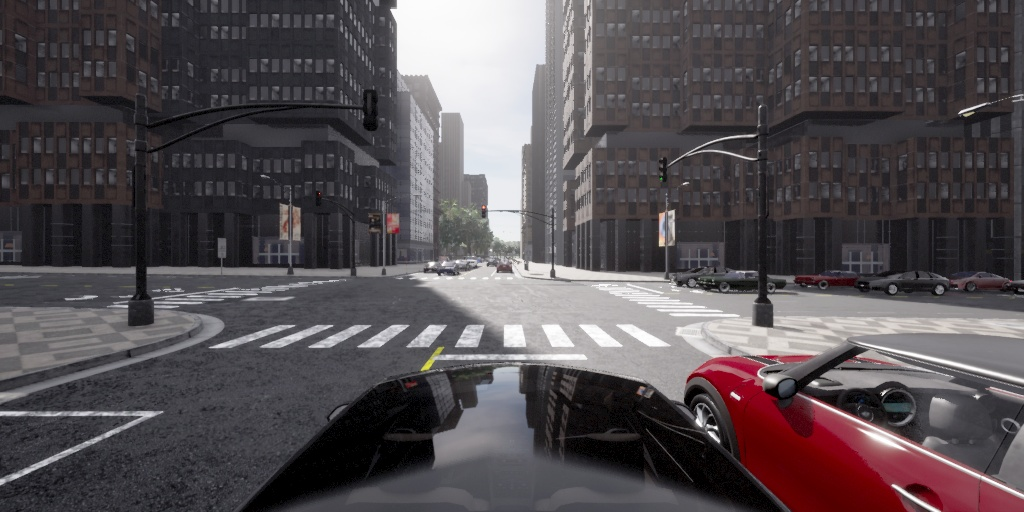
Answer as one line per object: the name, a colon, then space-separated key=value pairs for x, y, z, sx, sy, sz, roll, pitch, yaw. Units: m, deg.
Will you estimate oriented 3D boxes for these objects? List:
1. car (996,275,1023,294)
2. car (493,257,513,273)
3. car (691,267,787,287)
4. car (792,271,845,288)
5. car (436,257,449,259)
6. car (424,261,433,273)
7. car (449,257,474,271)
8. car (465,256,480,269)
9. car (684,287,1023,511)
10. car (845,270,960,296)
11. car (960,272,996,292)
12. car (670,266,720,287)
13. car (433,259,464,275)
car: x=34.740 y=1.825 z=22.599 sx=5.357 sy=1.411 sz=2.033 roll=1 pitch=0 yaw=-1
car: x=-0.907 y=1.195 z=43.526 sx=1.967 sy=1.591 sz=4.097 roll=0 pitch=0 yaw=-1
car: x=14.159 y=1.579 z=22.340 sx=4.718 sy=1.301 sz=1.895 roll=1 pitch=0 yaw=-3
car: x=23.072 y=1.704 z=25.690 sx=4.718 sy=1.301 sz=1.895 roll=1 pitch=0 yaw=-1
car: x=-9.506 y=1.082 z=48.838 sx=2.192 sy=1.841 sz=5.009 roll=0 pitch=0 yaw=-1
car: x=-9.431 y=1.321 z=43.412 sx=1.948 sy=1.339 sz=4.313 roll=0 pitch=0 yaw=-1
car: x=-6.834 y=1.258 z=48.587 sx=2.128 sy=1.511 sz=4.902 roll=0 pitch=0 yaw=-1
car: x=-6.965 y=1.012 z=59.219 sx=2.150 sy=2.045 sz=5.566 roll=0 pitch=0 yaw=0
car: x=2.761 y=1.190 z=2.160 sx=1.967 sy=1.591 sz=4.097 roll=0 pitch=0 yaw=0
car: x=24.359 y=1.631 z=22.472 sx=4.892 sy=1.490 sz=1.837 roll=1 pitch=0 yaw=-1
car: x=33.038 y=1.813 z=25.824 sx=4.181 sy=1.385 sz=1.994 roll=1 pitch=0 yaw=-1
car: x=13.853 y=1.475 z=25.586 sx=4.892 sy=1.490 sz=1.837 roll=1 pitch=0 yaw=-1
car: x=-6.686 y=1.292 z=38.321 sx=2.033 sy=1.411 sz=5.357 roll=0 pitch=0 yaw=-1
